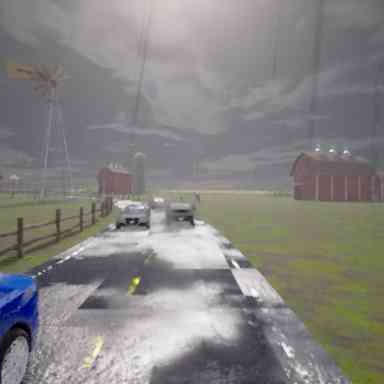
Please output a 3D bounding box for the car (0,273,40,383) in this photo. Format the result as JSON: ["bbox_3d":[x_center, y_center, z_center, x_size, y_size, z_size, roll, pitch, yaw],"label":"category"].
[{"bbox_3d":[-2.865,1.472,2.214,1.882,1.535,5.008,0,0,0],"label":"car"}]

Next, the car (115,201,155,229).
[{"bbox_3d":[-3.548,1.502,20.771,1.994,1.385,4.181,0,0,-5],"label":"car"}]

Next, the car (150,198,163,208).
[{"bbox_3d":[-4.335,1.426,42.170,1.994,1.385,4.181,0,0,-13],"label":"car"}]

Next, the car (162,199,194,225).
[{"bbox_3d":[-0.936,1.437,23.300,1.837,1.490,4.892,0,0,-6],"label":"car"}]
